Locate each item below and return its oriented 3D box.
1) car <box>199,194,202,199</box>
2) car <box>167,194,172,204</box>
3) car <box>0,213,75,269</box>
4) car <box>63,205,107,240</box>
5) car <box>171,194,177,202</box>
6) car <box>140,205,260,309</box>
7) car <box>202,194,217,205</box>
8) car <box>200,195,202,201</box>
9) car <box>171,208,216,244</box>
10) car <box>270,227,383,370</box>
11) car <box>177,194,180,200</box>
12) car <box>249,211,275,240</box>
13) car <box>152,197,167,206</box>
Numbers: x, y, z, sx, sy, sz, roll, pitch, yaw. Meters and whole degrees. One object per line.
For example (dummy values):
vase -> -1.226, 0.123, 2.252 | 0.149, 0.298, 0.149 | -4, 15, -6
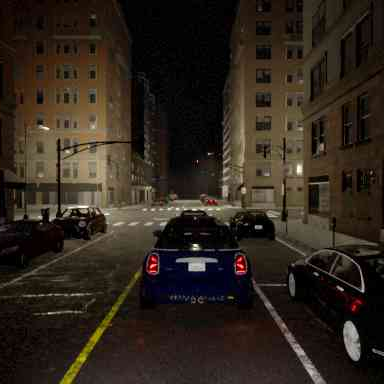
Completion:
car -> 3.133, 1.523, 75.264 | 1.967, 1.590, 4.097 | 0, 0, 0
car -> -5.440, 1.606, 64.481 | 2.008, 1.369, 4.403 | 0, 0, 0
car -> -5.641, 1.582, 11.061 | 1.802, 1.307, 4.206 | 0, 0, 0
car -> -5.626, 1.441, 16.562 | 1.967, 1.590, 4.097 | 0, 0, 0
car -> -5.368, 1.625, 80.537 | 1.752, 1.417, 4.829 | 0, 0, 0
car -> 0.100, 1.352, 8.027 | 2.097, 1.767, 4.553 | 0, 0, 0
car -> 3.034, 1.476, 53.628 | 1.967, 1.590, 4.097 | 0, 0, 0
car -> 3.084, 1.606, 64.446 | 2.008, 1.369, 4.403 | 0, 0, 0
car -> 0.089, 1.564, 16.610 | 1.994, 1.385, 4.181 | 0, 0, 1
car -> 2.869, 1.551, 5.536 | 2.008, 1.369, 4.403 | 0, 0, 0
car -> -5.319, 1.456, 91.525 | 2.192, 1.841, 5.009 | 0, 0, 0
car -> 2.899, 1.566, 16.538 | 1.947, 1.339, 4.313 | 0, 0, 0
car -> -5.490, 1.617, 53.665 | 1.802, 1.307, 4.206 | 0, 0, 0
